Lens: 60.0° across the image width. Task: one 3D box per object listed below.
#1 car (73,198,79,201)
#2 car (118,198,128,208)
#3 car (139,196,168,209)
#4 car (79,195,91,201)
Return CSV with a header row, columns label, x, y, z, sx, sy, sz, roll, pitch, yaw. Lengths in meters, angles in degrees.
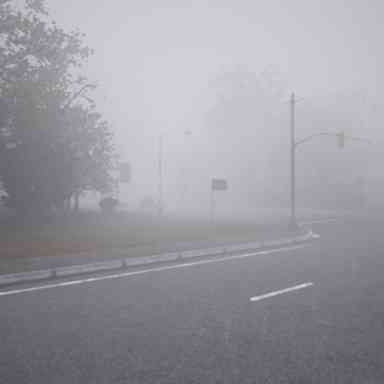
label,x,y,z,sx,sy,sz,roll,pitch,yaw
car,-29.768,1.507,80.839,1.895,1.301,4.718,0,0,-39
car,-10.831,1.481,45.785,2.033,1.411,5.357,0,0,-38
car,-5.160,1.270,44.280,2.097,1.767,4.553,0,0,-39
car,-26.760,1.372,82.681,1.882,1.535,5.008,0,0,-39
